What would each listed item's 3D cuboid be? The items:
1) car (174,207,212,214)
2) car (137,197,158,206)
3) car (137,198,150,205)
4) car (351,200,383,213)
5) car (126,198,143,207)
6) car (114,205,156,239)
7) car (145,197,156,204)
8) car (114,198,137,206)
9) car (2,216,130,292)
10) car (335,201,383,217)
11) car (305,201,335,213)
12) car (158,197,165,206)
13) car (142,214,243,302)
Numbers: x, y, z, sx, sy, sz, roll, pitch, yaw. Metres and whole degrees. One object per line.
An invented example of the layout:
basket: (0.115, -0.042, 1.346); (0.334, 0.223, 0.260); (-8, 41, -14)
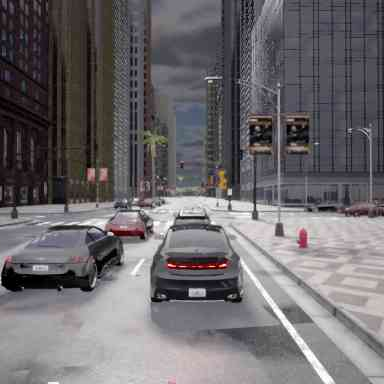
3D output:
car: (0.029, 1.530, 17.556); (2.128, 1.511, 4.902); (0, 0, 0)
car: (-6.656, 1.707, 50.068); (1.882, 1.535, 5.008); (0, 0, 0)
car: (-9.834, 1.927, 68.140); (1.994, 1.385, 4.181); (0, 0, 1)
car: (20.779, 1.642, 37.892); (4.313, 1.339, 1.947); (0, 0, -1)
car: (-9.902, 1.776, 57.894); (2.128, 1.511, 4.902); (0, 0, 0)
car: (-3.170, 1.601, 17.409); (1.994, 1.385, 4.181); (0, 0, 0)
car: (-9.846, 1.993, 79.208); (2.033, 1.411, 5.357); (0, 0, 0)
car: (-9.908, 1.766, 48.340); (2.033, 1.411, 5.357); (0, 0, 0)
car: (-3.166, 1.576, 9.010); (1.994, 1.385, 4.181); (0, 0, 1)
car: (15.281, 1.576, 29.274); (4.206, 1.307, 1.802); (0, 0, -1)
car: (15.140, 1.661, 37.797); (4.313, 1.339, 1.947); (0, 0, -1)
car: (-6.642, 1.653, 60.106); (2.097, 1.767, 4.553); (0, 0, 0)
car: (0.091, 1.515, 8.234); (1.837, 1.490, 4.892); (0, 0, 0)
